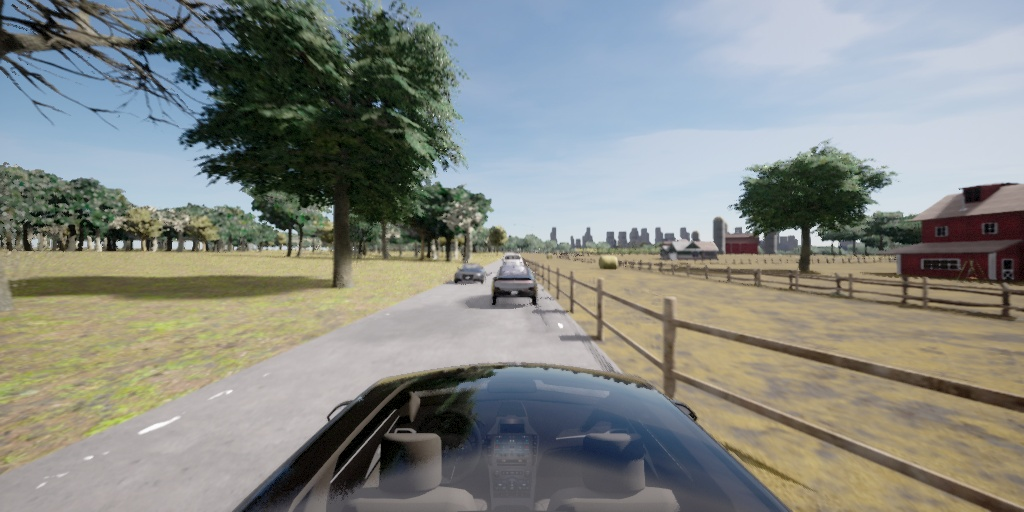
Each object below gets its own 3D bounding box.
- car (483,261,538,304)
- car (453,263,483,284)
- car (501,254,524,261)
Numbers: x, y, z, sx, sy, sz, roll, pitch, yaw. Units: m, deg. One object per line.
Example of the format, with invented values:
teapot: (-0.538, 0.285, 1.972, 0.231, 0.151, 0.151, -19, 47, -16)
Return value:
car: (0.090, 1.162, 15.799, 2.128, 1.511, 4.902, 0, 0, 0)
car: (-2.857, 1.201, 25.113, 1.994, 1.385, 4.181, 0, 0, 0)
car: (0.085, 0.829, 37.670, 2.150, 2.045, 5.566, 0, 0, 0)
